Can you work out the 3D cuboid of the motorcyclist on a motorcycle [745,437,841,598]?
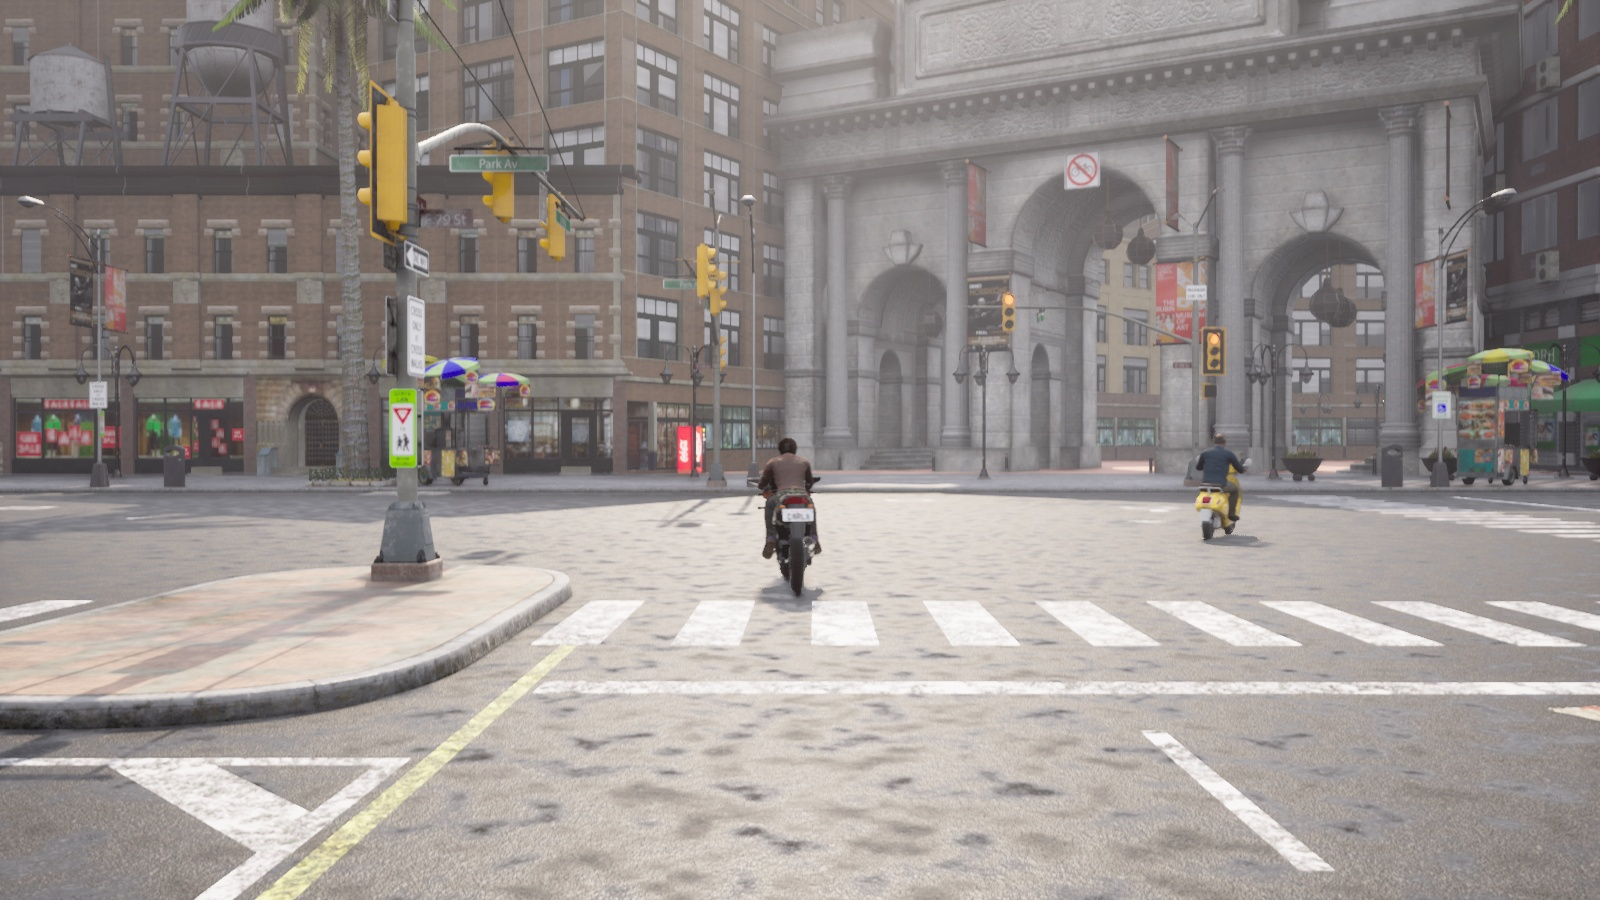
[{"bbox_3d":[-0.111,0.633,12.961,0.797,1.523,2.044,-1,0,-5],"label":"motorcyclist on a motorcycle"}]

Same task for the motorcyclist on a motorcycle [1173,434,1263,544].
[{"bbox_3d":[6.439,0.564,19.266,0.866,1.590,1.817,2,1,32],"label":"motorcyclist on a motorcycle"}]
